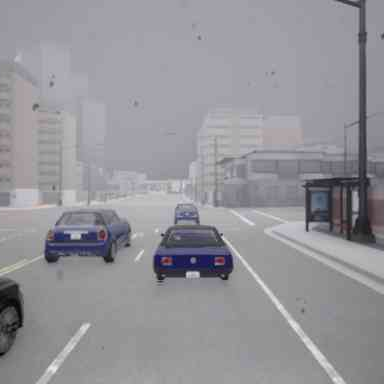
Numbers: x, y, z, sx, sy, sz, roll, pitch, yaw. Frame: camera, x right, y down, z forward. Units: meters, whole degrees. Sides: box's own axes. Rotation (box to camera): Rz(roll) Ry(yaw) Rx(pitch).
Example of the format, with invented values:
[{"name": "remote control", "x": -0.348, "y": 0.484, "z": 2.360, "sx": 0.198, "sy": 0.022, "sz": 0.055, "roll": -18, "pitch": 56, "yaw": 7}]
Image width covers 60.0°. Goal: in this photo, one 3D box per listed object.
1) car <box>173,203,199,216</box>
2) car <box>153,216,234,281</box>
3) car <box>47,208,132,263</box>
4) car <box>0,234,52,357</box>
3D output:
[{"name": "car", "x": -0.465, "y": 1.580, "z": 25.502, "sx": 2.033, "sy": 1.411, "sz": 5.357, "roll": 0, "pitch": 0, "yaw": -3}, {"name": "car", "x": -0.001, "y": 1.607, "z": 9.827, "sx": 1.895, "sy": 1.301, "sz": 4.718, "roll": 0, "pitch": 0, "yaw": -1}, {"name": "car", "x": -3.551, "y": 1.361, "z": 12.208, "sx": 2.097, "sy": 1.767, "sz": 4.553, "roll": 0, "pitch": 0, "yaw": -1}, {"name": "car", "x": -3.448, "y": 1.494, "z": 3.120, "sx": 2.128, "sy": 1.511, "sz": 4.902, "roll": 0, "pitch": 0, "yaw": 0}]
